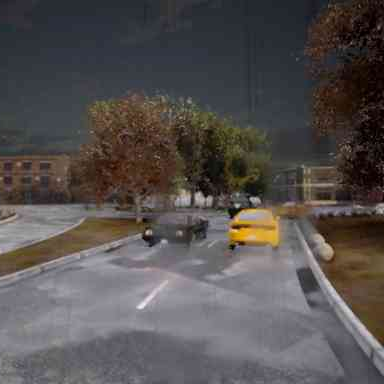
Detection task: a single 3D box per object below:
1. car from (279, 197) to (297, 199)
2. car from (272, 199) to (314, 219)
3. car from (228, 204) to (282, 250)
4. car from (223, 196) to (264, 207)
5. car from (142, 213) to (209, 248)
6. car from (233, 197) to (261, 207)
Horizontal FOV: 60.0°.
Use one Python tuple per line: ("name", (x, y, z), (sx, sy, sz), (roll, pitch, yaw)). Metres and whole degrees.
("car", (18.049, 1.982, 64.520), (2.150, 2.045, 5.566), (1, -1, -35))
("car", (9.919, 1.686, 31.812), (1.882, 1.535, 5.008), (-1, -2, 42))
("car", (2.777, 1.491, 14.485), (1.882, 1.535, 5.008), (0, 0, 14))
("car", (5.222, 1.381, 30.665), (2.150, 2.045, 5.566), (-1, -1, 30))
("car", (-0.511, 1.604, 14.826), (1.895, 1.301, 4.718), (0, 0, 14))
("car", (11.116, 1.981, 67.630), (2.150, 2.045, 5.566), (1, -1, -40))
